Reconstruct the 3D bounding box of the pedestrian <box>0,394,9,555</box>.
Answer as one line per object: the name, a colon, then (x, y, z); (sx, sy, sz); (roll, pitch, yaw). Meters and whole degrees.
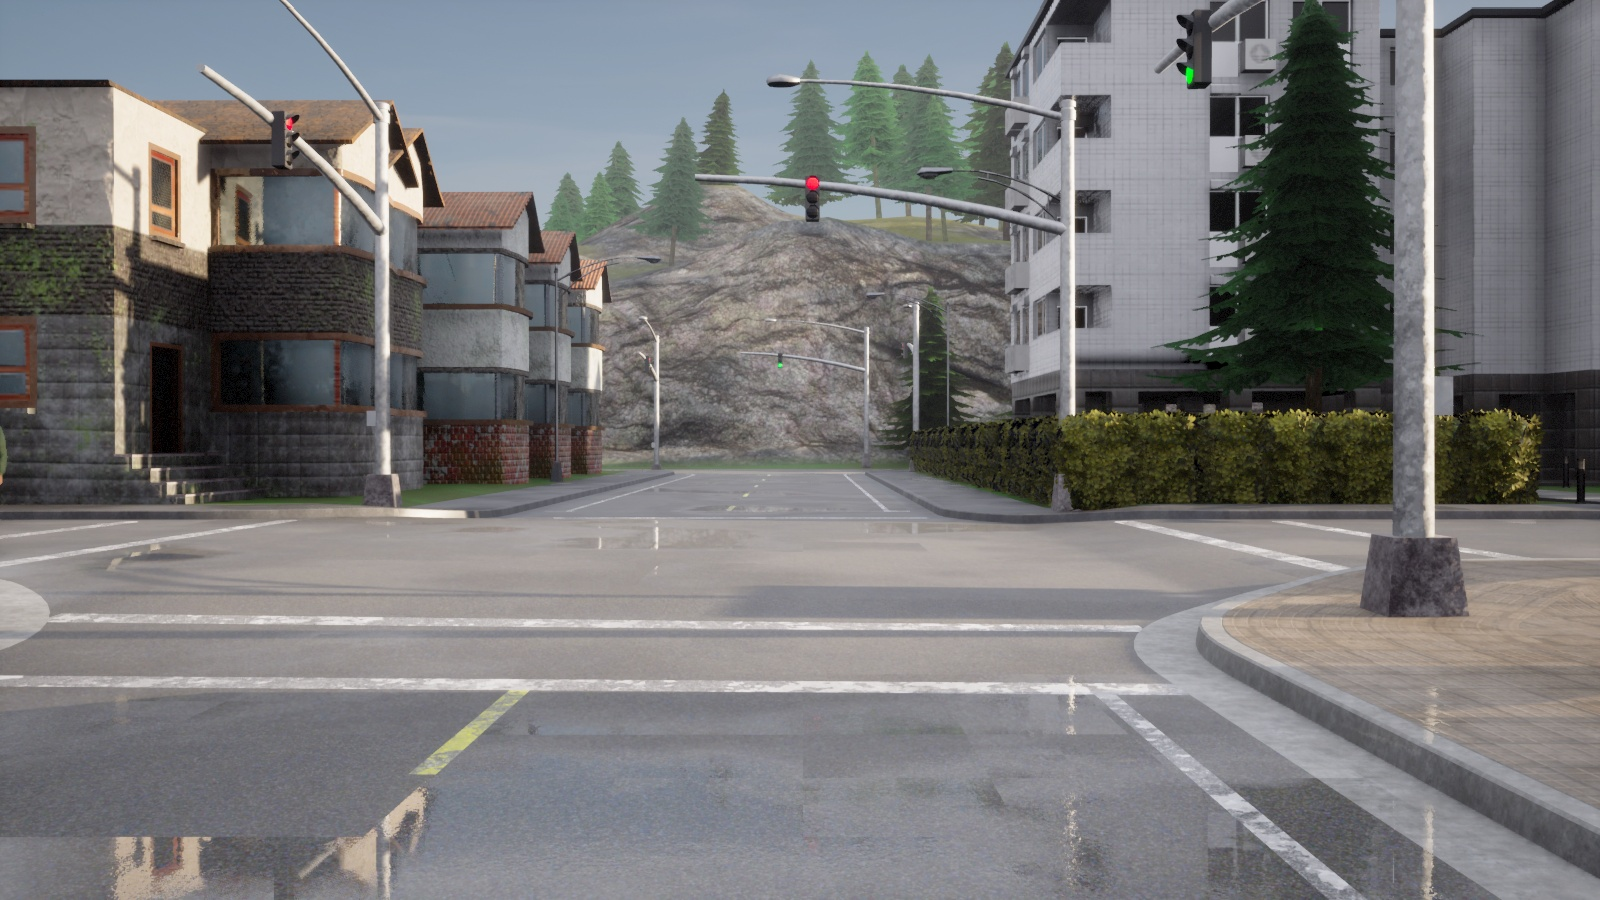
pedestrian: (-9.353, 0.279, 14.337); (0.353, 1.847, 0.614); (0, 0, -13)
